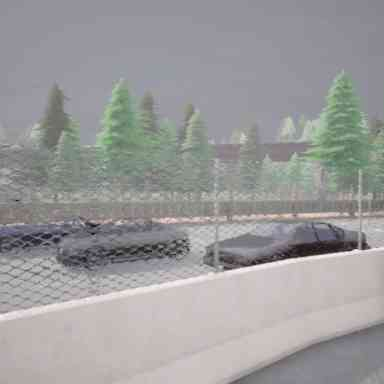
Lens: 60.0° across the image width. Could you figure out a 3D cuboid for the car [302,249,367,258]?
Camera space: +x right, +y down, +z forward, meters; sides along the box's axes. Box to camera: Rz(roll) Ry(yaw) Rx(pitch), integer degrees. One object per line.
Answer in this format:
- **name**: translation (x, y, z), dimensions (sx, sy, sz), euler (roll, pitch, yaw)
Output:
- **car**: translation (2.982, 1.541, 9.843), dimensions (5.357, 1.411, 2.033), euler (0, 0, -30)
